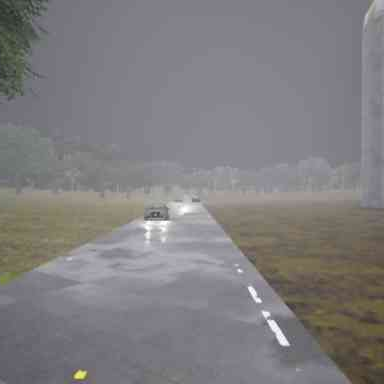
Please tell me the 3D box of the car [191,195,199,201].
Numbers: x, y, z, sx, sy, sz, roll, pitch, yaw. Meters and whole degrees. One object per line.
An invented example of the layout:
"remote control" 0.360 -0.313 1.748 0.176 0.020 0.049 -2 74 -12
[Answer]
"car" 0.818 1.493 83.832 1.882 1.535 5.008 0 0 0

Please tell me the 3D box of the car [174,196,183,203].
"car" -2.757 1.575 68.462 2.033 1.411 5.357 0 0 0

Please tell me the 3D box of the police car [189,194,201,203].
"police car" 0.819 1.468 67.940 1.930 1.638 5.238 0 0 0

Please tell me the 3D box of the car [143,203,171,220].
"car" -2.847 1.601 27.903 1.994 1.385 4.181 0 0 0

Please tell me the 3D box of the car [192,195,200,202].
"car" 0.819 1.482 78.020 1.801 1.575 5.366 0 0 0
